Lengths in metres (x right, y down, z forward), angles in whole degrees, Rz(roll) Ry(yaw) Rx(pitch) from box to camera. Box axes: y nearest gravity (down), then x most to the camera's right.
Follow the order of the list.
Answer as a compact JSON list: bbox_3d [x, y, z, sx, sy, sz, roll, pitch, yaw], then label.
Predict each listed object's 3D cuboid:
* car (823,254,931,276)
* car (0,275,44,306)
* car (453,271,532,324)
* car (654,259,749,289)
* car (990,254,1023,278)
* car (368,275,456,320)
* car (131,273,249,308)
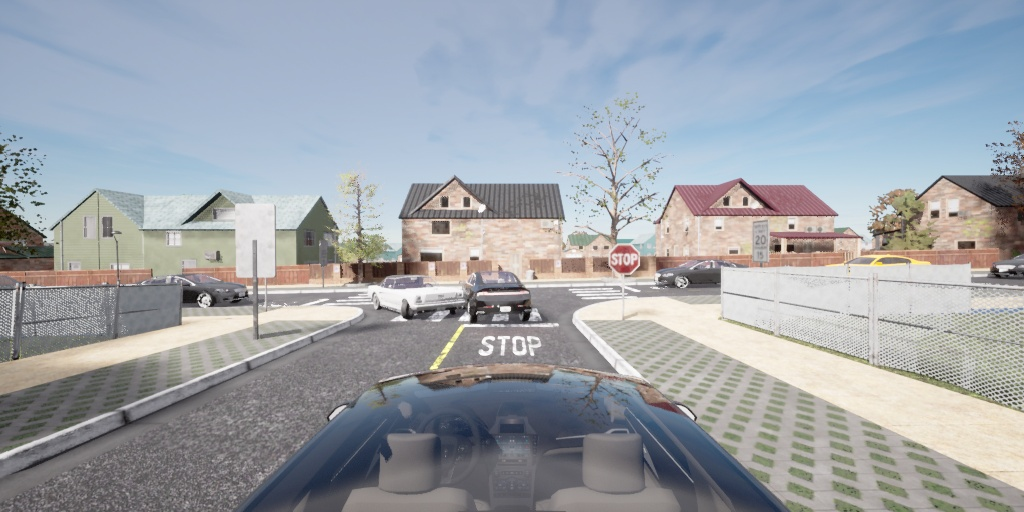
[{"bbox_3d":[19.761,0.690,19.607,5.008,1.535,1.882,-1,1,-1],"label":"car"},{"bbox_3d":[-24.239,1.648,16.477,4.553,1.767,2.097,-1,1,0],"label":"car"},{"bbox_3d":[-0.685,1.242,12.162,2.128,1.511,4.902,0,0,-12],"label":"car"},{"bbox_3d":[10.331,0.925,19.570,4.902,1.511,2.128,-1,1,0],"label":"car"},{"bbox_3d":[29.386,0.477,19.643,4.902,1.511,2.128,-1,1,0],"label":"car"},{"bbox_3d":[-3.602,1.368,13.022,1.895,1.301,4.718,0,0,-38],"label":"car"},{"bbox_3d":[-14.902,1.566,16.518,4.902,1.511,2.128,-1,1,0],"label":"car"}]
